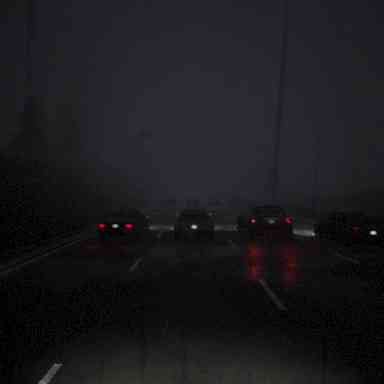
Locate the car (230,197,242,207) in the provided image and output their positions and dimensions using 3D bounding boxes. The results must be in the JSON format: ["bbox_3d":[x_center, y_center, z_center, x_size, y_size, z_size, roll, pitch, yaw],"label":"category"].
[{"bbox_3d":[7.129,1.548,52.367,1.837,1.490,4.892,0,0,0],"label":"car"}]

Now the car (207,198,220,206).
[{"bbox_3d":[3.629,1.612,55.760,1.994,1.385,4.181,0,0,0],"label":"car"}]

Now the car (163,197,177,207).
[{"bbox_3d":[-3.373,1.551,51.557,1.837,1.490,4.892,0,0,0],"label":"car"}]

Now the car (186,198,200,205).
[{"bbox_3d":[0.125,1.533,47.872,2.128,1.511,4.902,0,0,0],"label":"car"}]

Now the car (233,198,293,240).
[{"bbox_3d":[3.607,1.367,17.205,2.097,1.767,4.553,0,0,0],"label":"car"}]

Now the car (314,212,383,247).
[{"bbox_3d":[7.106,1.575,15.038,1.994,1.385,4.181,0,0,0],"label":"car"}]

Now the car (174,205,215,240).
[{"bbox_3d":[0.108,1.579,17.239,1.994,1.385,4.181,0,0,0],"label":"car"}]

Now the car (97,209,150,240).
[{"bbox_3d":[-3.392,1.564,17.220,2.033,1.411,5.357,0,0,0],"label":"car"}]
